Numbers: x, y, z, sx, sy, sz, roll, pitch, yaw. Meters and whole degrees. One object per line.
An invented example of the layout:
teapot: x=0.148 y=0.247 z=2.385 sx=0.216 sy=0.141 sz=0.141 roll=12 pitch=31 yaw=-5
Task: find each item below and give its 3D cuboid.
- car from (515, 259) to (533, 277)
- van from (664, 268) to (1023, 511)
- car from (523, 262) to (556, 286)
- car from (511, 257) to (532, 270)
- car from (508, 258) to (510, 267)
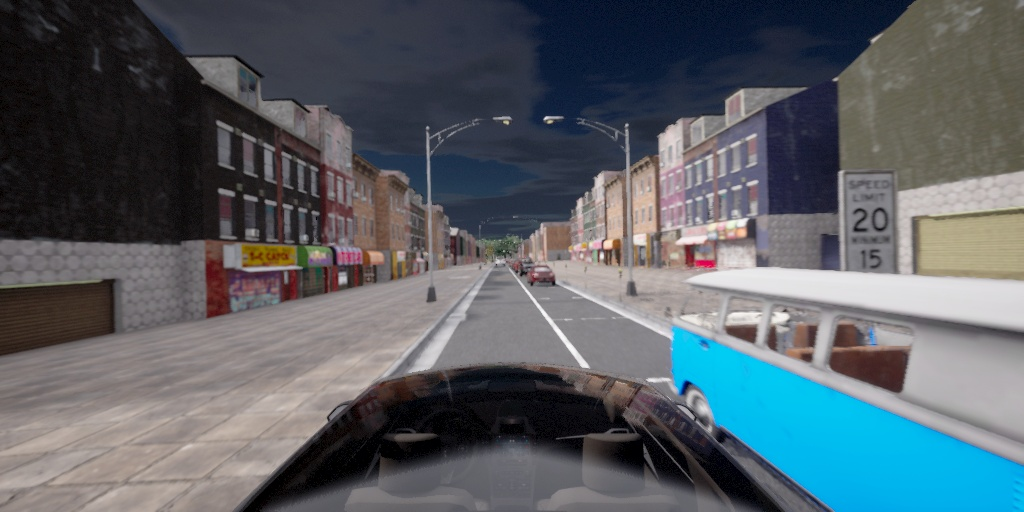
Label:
car: x=1.595 y=1.284 z=35.402 sx=1.948 sy=1.339 sz=4.313 roll=0 pitch=0 yaw=-2
van: x=2.694 y=1.022 z=2.620 sx=1.690 sy=1.789 sz=3.998 roll=0 pitch=0 yaw=-2
car: x=1.961 y=1.278 z=24.475 sx=1.802 sy=1.307 sz=4.207 roll=0 pitch=0 yaw=-2
car: x=1.412 y=1.048 z=40.865 sx=2.192 sy=1.841 sz=5.009 roll=0 pitch=0 yaw=-2
car: x=0.863 y=1.360 z=57.256 sx=1.948 sy=1.339 sz=4.313 roll=0 pitch=0 yaw=-2
